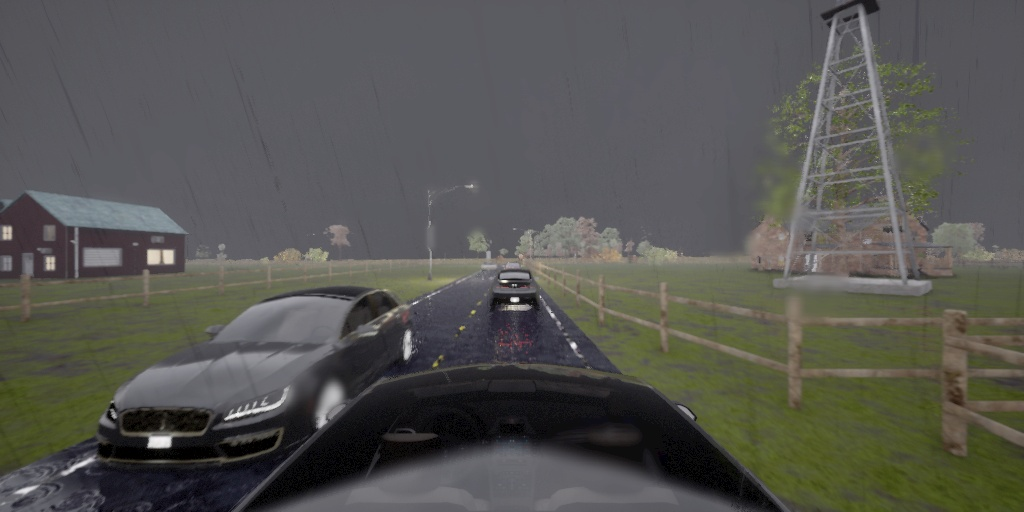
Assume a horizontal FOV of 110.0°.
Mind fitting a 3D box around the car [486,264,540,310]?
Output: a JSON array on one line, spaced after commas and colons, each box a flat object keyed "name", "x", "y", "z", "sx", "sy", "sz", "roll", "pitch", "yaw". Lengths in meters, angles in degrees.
[{"name": "car", "x": 0.095, "y": 1.259, "z": 14.749, "sx": 1.837, "sy": 1.490, "sz": 4.892, "roll": 0, "pitch": 0, "yaw": 0}]

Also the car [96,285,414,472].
[{"name": "car", "x": -2.853, "y": 1.256, "z": 5.332, "sx": 1.837, "sy": 1.490, "sz": 4.892, "roll": 0, "pitch": 0, "yaw": 0}]

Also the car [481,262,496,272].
[{"name": "car", "x": -2.846, "y": 1.359, "z": 45.702, "sx": 1.895, "sy": 1.301, "sz": 4.718, "roll": 0, "pitch": 0, "yaw": 0}]

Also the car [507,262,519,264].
[{"name": "car", "x": 0.092, "y": 1.306, "z": 36.614, "sx": 2.033, "sy": 1.411, "sz": 5.357, "roll": 0, "pitch": 0, "yaw": 0}]
